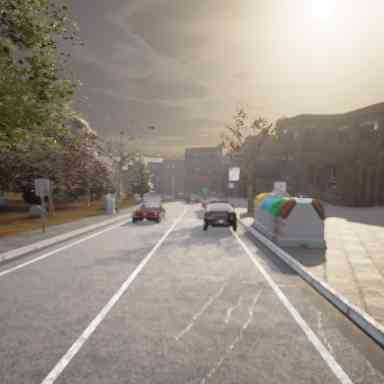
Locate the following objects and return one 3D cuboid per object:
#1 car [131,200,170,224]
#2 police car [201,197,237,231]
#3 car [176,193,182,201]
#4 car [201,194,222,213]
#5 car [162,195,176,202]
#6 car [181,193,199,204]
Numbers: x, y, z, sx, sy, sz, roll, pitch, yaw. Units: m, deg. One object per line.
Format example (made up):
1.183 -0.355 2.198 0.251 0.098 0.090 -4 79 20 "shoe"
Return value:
-2.951 1.461 23.419 1.895 1.301 4.718 0 0 2 "car"
1.608 1.336 20.158 1.930 1.638 5.238 0 0 2 "police car"
-2.655 1.008 71.463 1.837 1.490 4.892 -1 0 -15 "car"
2.073 1.180 36.110 2.097 1.767 4.553 0 0 1 "car"
-4.767 1.296 64.265 1.895 1.301 4.718 -1 0 -10 "car"
-0.009 1.187 56.457 2.128 1.511 4.902 0 0 -9 "car"
